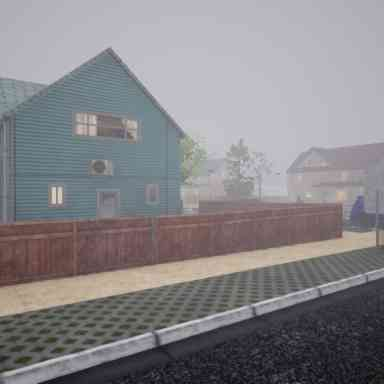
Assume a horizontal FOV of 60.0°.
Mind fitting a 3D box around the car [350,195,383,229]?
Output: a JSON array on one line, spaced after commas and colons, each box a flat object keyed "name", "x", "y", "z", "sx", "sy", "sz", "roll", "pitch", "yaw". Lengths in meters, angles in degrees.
[{"name": "car", "x": 11.727, "y": 1.203, "z": 18.555, "sx": 2.150, "sy": 2.045, "sz": 5.566, "roll": 0, "pitch": 0, "yaw": -29}]

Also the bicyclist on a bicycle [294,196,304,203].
[{"name": "bicyclist on a bicycle", "x": 10.150, "y": 1.206, "z": 31.488, "sx": 1.656, "sy": 1.620, "sz": 0.582, "roll": -1, "pitch": 1, "yaw": -36}]

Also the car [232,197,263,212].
[{"name": "car", "x": 5.173, "y": 1.277, "z": 28.378, "sx": 2.097, "sy": 1.767, "sz": 4.553, "roll": 0, "pitch": 0, "yaw": -35}]
